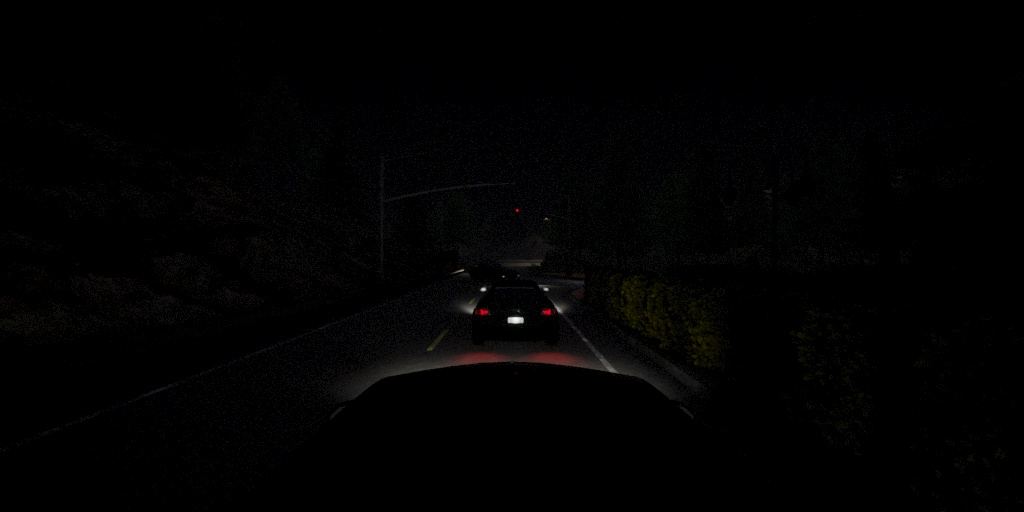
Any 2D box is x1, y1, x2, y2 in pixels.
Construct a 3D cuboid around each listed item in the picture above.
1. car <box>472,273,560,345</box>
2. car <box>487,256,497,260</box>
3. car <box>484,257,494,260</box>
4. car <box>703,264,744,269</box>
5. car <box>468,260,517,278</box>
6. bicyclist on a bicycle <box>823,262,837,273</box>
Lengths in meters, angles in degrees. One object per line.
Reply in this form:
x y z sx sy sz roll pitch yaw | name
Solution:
0.075 1.314 9.511 1.994 1.385 4.181 0 0 0 | car
-3.544 0.719 60.383 2.097 1.767 4.553 0 0 0 | car
-3.624 1.227 44.953 1.882 1.535 5.008 0 0 0 | car
16.615 1.403 29.593 4.902 1.511 2.128 0 0 0 | car
-1.508 1.321 28.340 2.033 1.411 5.357 0 1 -35 | car
19.815 1.213 22.127 0.582 1.620 1.656 0 0 0 | bicyclist on a bicycle
